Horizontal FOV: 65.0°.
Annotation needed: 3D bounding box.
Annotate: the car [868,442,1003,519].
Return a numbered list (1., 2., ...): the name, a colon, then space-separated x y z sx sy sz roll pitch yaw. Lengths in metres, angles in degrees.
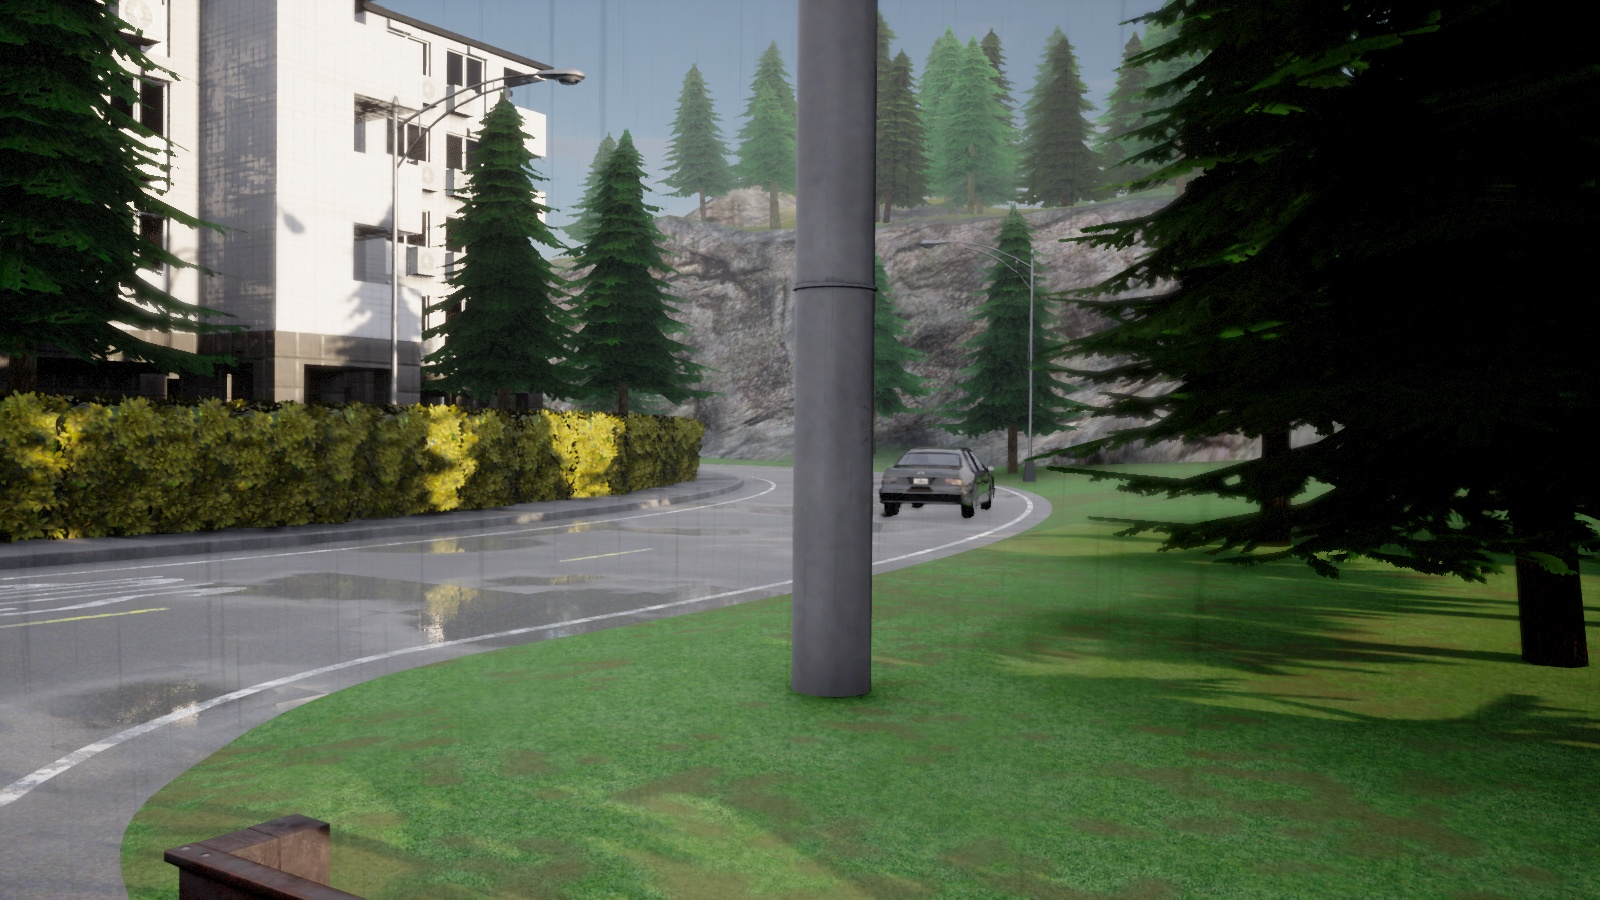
1. car: 3.000 0.564 26.652 2.033 1.411 5.357 0 1 15
